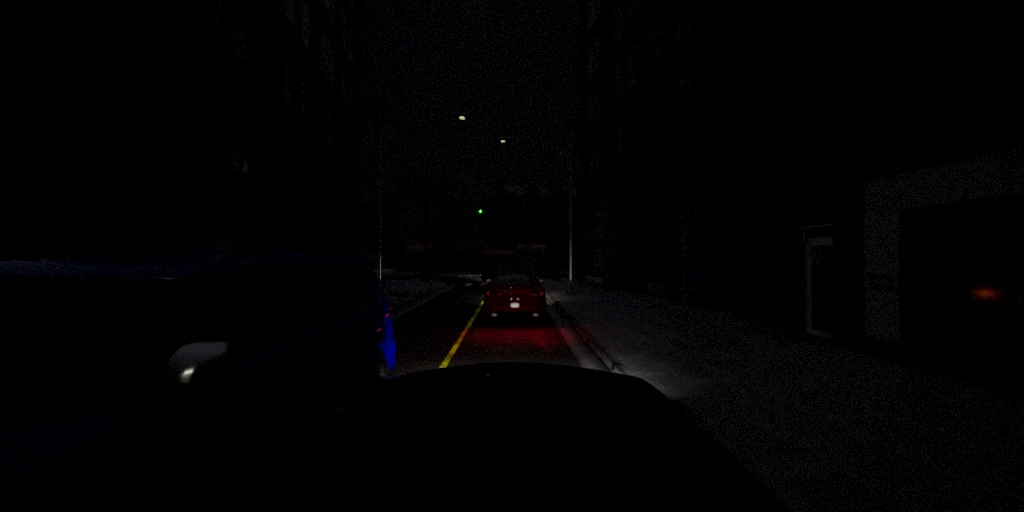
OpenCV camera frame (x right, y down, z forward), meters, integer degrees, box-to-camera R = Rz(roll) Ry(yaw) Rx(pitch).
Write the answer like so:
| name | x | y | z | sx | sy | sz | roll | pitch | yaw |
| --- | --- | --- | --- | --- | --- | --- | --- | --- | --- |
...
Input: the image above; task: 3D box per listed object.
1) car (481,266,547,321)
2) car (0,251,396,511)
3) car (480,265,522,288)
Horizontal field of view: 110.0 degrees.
| name | x | y | z | sx | sy | sz | roll | pitch | yaw |
| --- | --- | --- | --- | --- | --- | --- | --- | --- | --- |
| car | 0.101 | 1.234 | 12.503 | 1.882 | 1.535 | 5.008 | 0 | 0 | 0 |
| car | -2.598 | 0.972 | 2.534 | 2.150 | 2.045 | 5.566 | 0 | 0 | 0 |
| car | -0.923 | 1.378 | 25.827 | 1.895 | 1.301 | 4.718 | -1 | 1 | -16 |
